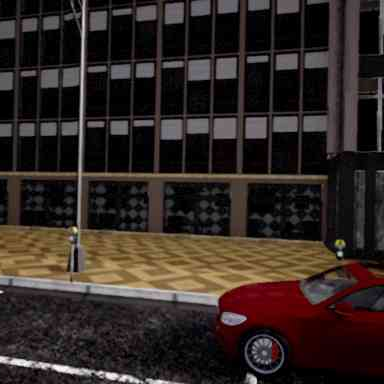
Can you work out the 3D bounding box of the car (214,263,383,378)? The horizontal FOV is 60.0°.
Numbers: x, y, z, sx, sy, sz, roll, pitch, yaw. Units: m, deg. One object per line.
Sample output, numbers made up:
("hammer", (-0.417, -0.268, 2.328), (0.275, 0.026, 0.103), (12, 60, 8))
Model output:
("car", (2.417, 1.666, 4.538), (4.206, 1.307, 1.802), (1, 0, 12))
